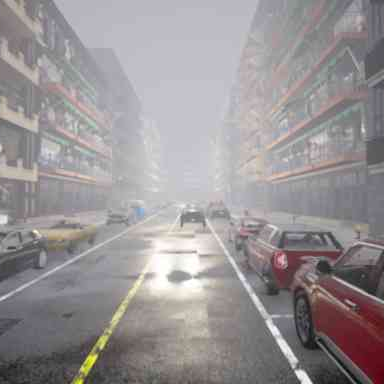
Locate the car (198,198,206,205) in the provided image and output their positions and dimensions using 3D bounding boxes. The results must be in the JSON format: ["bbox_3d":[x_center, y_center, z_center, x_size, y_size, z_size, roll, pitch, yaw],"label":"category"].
[{"bbox_3d":[2.492,2.412,86.752,1.967,1.590,4.097,1,-1,0],"label":"car"}]

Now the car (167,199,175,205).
[{"bbox_3d":[-5.389,2.494,86.544,1.752,1.417,4.829,1,-1,0],"label":"car"}]

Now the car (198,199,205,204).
[{"bbox_3d":[2.485,2.624,92.313,1.802,1.307,4.206,1,-1,0],"label":"car"}]

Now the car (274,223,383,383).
[{"bbox_3d":[2.576,1.346,3.304,2.192,1.841,5.009,1,-1,0],"label":"car"}]

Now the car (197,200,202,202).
[{"bbox_3d":[0.058,2.010,41.747,1.994,1.385,4.181,0,-1,0],"label":"car"}]

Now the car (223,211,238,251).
[{"bbox_3d":[2.561,1.727,14.425,1.802,1.307,4.206,1,-1,0],"label":"car"}]

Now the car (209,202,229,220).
[{"bbox_3d":[2.545,1.894,31.116,1.947,1.339,4.313,1,-1,0],"label":"car"}]

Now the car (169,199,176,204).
[{"bbox_3d":[-5.394,2.564,92.107,1.752,1.417,4.829,1,-1,0],"label":"car"}]

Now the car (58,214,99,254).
[{"bbox_3d":[-5.317,1.668,14.215,1.752,1.417,4.829,1,-1,0],"label":"car"}]

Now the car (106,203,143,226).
[{"bbox_3d":[-5.329,1.817,25.513,2.008,1.369,4.403,1,-1,0],"label":"car"}]

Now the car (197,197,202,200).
[{"bbox_3d":[2.502,2.362,75.795,1.752,1.417,4.829,1,-1,0],"label":"car"}]

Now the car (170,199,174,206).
[{"bbox_3d":[-5.373,2.334,70.022,1.947,1.339,4.313,1,-1,0],"label":"car"}]

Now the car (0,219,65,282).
[{"bbox_3d":[-5.312,1.638,8.823,2.008,1.369,4.403,1,-1,0],"label":"car"}]

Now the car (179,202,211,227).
[{"bbox_3d":[0.072,1.754,25.264,2.128,1.511,4.902,0,-1,0],"label":"car"}]

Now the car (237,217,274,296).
[{"bbox_3d":[2.569,1.528,8.866,1.967,1.590,4.097,1,-1,0],"label":"car"}]

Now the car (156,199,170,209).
[{"bbox_3d":[-5.361,2.163,58.726,1.752,1.417,4.829,1,-1,0],"label":"car"}]

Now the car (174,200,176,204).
[{"bbox_3d":[-5.382,2.342,81.152,1.967,1.590,4.097,1,-1,0],"label":"car"}]

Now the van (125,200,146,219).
[{"bbox_3d":[-5.331,1.669,31.079,1.690,1.788,3.998,1,-1,0],"label":"van"}]

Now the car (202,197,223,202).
[{"bbox_3d":[2.543,1.705,36.683,2.192,1.841,5.009,1,-1,0],"label":"car"}]
